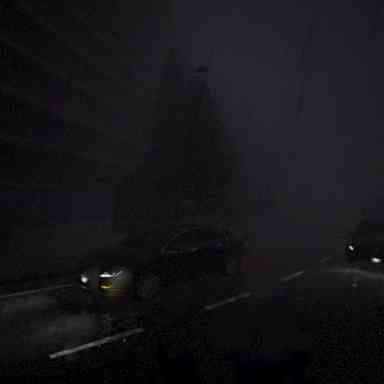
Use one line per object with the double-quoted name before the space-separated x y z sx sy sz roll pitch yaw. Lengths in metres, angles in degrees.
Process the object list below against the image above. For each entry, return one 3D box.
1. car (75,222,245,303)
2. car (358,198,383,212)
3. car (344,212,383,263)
"car" -0.538 1.581 8.624 1.837 1.490 4.892 1 0 44
"car" 17.840 1.549 32.144 2.150 2.045 5.566 0 -1 13
"car" 6.960 1.673 12.161 2.033 1.411 5.357 0 -1 33
